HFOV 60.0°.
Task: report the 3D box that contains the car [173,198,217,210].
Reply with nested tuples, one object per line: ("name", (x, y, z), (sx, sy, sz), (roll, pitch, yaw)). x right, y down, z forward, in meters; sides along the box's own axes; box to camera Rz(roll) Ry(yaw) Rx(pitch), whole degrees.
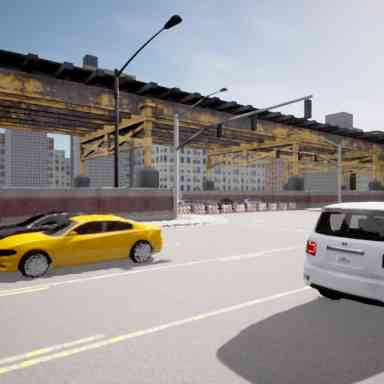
("car", (0.363, 1.294, 36.580), (4.536, 1.218, 1.853), (0, 0, 8))

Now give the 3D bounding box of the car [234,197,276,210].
("car", (8.085, 1.452, 43.000), (4.974, 1.542, 2.038), (0, 0, -7))

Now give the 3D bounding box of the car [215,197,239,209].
("car", (4.181, 1.294, 39.299), (1.853, 1.218, 4.536), (0, 0, 18))

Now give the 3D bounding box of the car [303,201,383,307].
("car", (4.766, 1.221, 7.157), (5.566, 2.045, 2.150), (0, 0, -35))

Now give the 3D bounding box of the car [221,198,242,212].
("car", (4.166, 1.452, 39.249), (2.038, 1.542, 4.974), (0, 0, 18))

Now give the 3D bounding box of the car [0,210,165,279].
("car", (-3.249, 1.477, 10.264), (5.008, 1.535, 1.882), (0, 0, -35))

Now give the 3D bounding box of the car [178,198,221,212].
("car", (0.414, 1.452, 36.573), (4.974, 1.542, 2.038), (0, 0, 8))

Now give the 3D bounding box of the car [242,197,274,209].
("car", (8.033, 1.294, 42.993), (4.536, 1.218, 1.853), (0, 0, -7))
